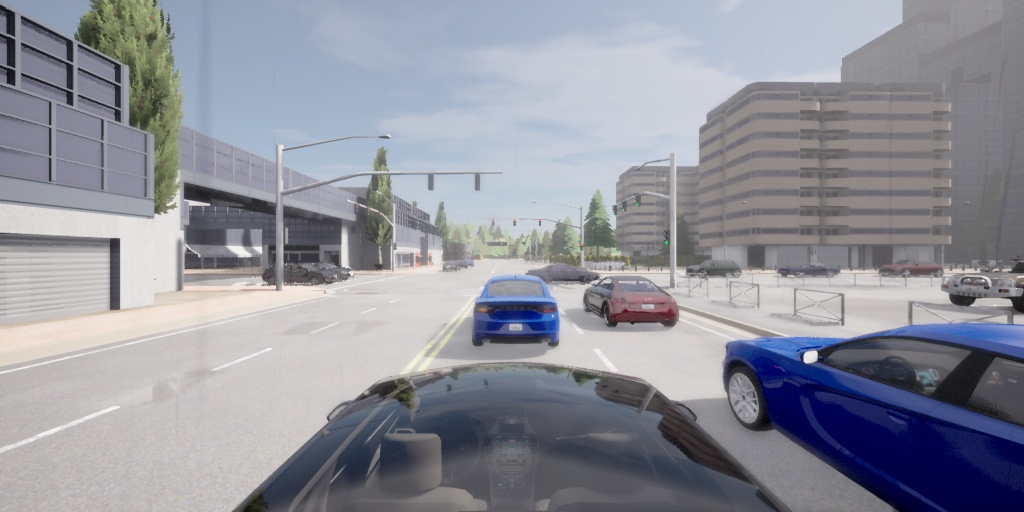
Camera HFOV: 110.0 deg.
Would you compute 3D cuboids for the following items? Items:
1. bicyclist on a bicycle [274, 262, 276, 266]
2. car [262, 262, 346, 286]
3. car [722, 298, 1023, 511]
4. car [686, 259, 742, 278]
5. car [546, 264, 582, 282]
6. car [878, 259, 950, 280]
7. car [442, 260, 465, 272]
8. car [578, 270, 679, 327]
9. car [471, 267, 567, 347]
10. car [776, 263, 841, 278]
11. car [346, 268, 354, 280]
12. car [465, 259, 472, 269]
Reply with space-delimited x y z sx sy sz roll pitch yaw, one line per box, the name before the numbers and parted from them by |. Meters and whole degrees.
bicyclist on a bicycle | -25.843 1.053 39.622 0.582 1.620 1.656 0 0 -1
car | -14.472 1.255 24.702 4.892 1.490 1.837 0 0 2
car | 3.603 1.228 2.557 1.882 1.535 5.008 0 0 0
car | 18.684 1.102 33.376 4.553 1.767 2.097 0 0 -1
car | 3.613 1.297 25.734 5.357 1.411 2.033 0 0 -3
car | 37.467 1.102 33.749 4.553 1.767 2.097 0 0 -1
car | -7.851 1.241 46.801 2.128 1.511 4.902 0 0 0
car | 3.602 1.314 11.541 1.994 1.385 4.181 0 0 0
car | 0.093 1.228 9.408 1.882 1.535 5.008 0 0 0
car | 27.671 1.351 33.562 4.718 1.301 1.895 0 0 -1
car | -15.115 1.242 28.288 4.902 1.511 2.128 0 0 -1
car | -7.991 1.314 56.761 1.994 1.385 4.181 0 0 -1
